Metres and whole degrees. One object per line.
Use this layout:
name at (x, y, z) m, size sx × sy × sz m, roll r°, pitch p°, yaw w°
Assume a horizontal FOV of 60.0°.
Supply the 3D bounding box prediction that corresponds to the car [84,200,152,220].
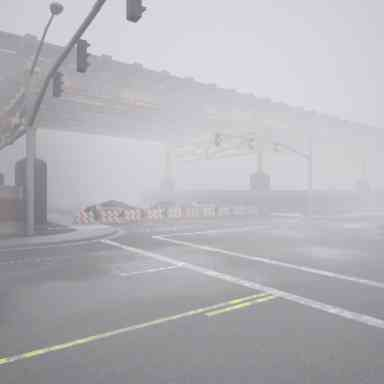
car at (-6.217, 1.456, 27.593) m, size 4.974 × 1.542 × 2.038 m, roll 0°, pitch 0°, yaw 8°

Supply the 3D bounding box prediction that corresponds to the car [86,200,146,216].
car at (-6.269, 1.298, 27.600) m, size 4.536 × 1.218 × 1.853 m, roll 0°, pitch 0°, yaw 8°

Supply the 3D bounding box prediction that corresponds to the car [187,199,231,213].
car at (1.392, 1.301, 34.025) m, size 4.536 × 1.218 × 1.853 m, roll 0°, pitch 0°, yaw -7°

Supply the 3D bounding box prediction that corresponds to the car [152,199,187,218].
car at (-2.470, 1.457, 30.275) m, size 2.038 × 1.542 × 4.974 m, roll 0°, pitch 0°, yaw 18°

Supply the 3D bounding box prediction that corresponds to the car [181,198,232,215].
car at (1.444, 1.459, 34.031) m, size 4.974 × 1.542 × 2.038 m, roll 0°, pitch 0°, yaw -7°

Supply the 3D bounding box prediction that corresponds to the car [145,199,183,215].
car at (-2.454, 1.300, 30.325) m, size 1.853 × 1.218 × 4.536 m, roll 0°, pitch 0°, yaw 18°
